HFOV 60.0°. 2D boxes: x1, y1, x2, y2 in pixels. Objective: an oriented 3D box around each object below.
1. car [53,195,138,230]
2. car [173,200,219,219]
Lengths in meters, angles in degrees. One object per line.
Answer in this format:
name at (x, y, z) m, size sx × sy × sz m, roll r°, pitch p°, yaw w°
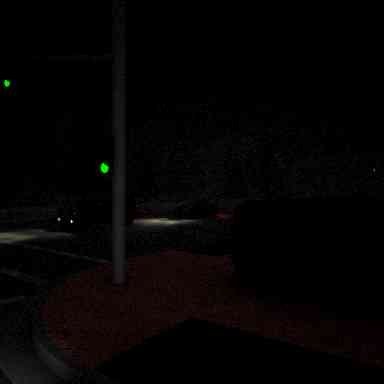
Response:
car at (-5.968, 1.221, 21.371) m, size 2.150 × 2.045 × 5.566 m, roll 0°, pitch 0°, yaw 38°
car at (0.393, 1.477, 29.389) m, size 1.882 × 1.535 × 5.008 m, roll 0°, pitch 0°, yaw 39°
